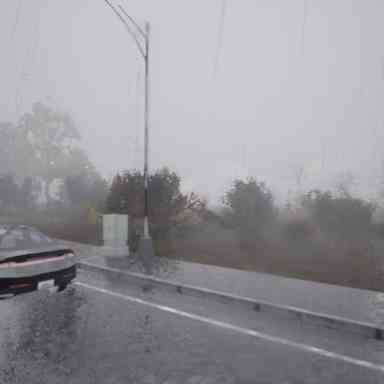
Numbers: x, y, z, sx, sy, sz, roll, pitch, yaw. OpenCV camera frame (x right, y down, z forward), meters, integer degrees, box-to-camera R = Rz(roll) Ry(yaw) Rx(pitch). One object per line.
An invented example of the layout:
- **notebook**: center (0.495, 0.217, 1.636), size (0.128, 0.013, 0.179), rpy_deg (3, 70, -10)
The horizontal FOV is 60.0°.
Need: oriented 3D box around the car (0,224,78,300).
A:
- **car**: center (-4.620, 1.502, 7.682), size (4.902, 1.511, 2.128), rpy_deg (0, 0, 38)
